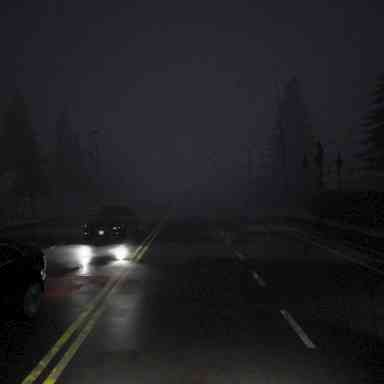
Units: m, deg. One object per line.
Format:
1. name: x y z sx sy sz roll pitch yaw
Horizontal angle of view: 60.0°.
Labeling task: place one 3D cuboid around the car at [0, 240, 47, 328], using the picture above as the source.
1. car: -3.637 1.456 4.341 2.128 1.511 4.902 0 1 -1

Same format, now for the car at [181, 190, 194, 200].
1. car: -0.886 0.689 68.816 2.150 2.045 5.566 0 0 -8

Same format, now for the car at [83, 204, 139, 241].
1. car: -3.725 1.377 16.060 1.837 1.490 4.892 0 1 0
